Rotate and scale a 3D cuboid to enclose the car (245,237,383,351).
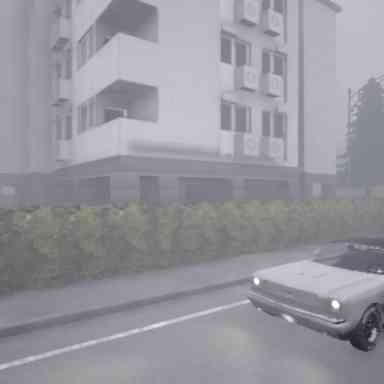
[{"bbox_3d":[3.262,1.598,6.308,4.718,1.301,1.895,0,0,-35],"label":"car"}]
